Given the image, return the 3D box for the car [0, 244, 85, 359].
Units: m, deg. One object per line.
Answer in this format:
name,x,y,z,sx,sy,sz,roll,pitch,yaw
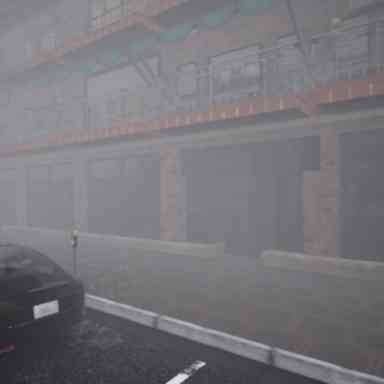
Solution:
car,-3.576,1.548,5.522,4.313,1.339,1.947,0,-1,35
